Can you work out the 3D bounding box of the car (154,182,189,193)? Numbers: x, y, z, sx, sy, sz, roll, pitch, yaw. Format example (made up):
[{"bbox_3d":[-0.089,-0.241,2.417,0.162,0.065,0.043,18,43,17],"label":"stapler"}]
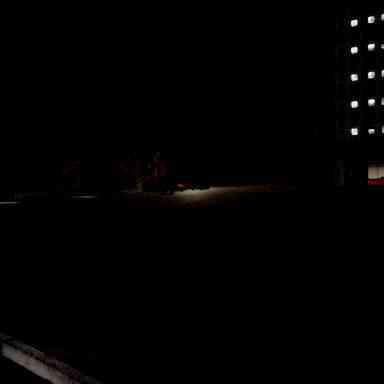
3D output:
[{"bbox_3d":[-3.221,-0.592,53.721,2.033,1.411,5.357,0,2,30],"label":"car"}]

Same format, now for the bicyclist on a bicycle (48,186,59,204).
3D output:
[{"bbox_3d":[-12.643,0.251,30.255,1.656,1.620,0.582,-1,2,33],"label":"bicyclist on a bicycle"}]

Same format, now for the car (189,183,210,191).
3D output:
[{"bbox_3d":[1.559,-0.965,62.217,1.895,1.301,4.718,0,2,29],"label":"car"}]

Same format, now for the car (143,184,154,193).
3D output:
[{"bbox_3d":[-5.999,-0.584,55.409,2.033,1.411,5.357,0,2,30],"label":"car"}]

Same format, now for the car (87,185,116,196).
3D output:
[{"bbox_3d":[-13.413,-0.222,49.566,1.837,1.490,4.892,0,2,31],"label":"car"}]

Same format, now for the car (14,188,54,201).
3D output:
[{"bbox_3d":[-19.106,0.286,40.389,1.812,1.442,4.674,0,3,33],"label":"car"}]

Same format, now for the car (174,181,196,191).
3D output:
[{"bbox_3d":[-1.317,-1.201,63.732,2.097,1.767,4.553,0,2,29],"label":"car"}]
